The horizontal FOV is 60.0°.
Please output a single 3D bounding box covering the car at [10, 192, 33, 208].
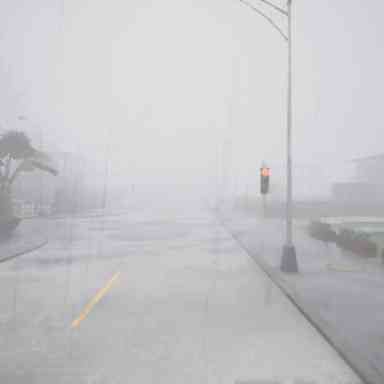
[{"bbox_3d":[-19.759,0.916,37.238,1.905,1.878,3.866,0,0,35],"label":"car"}]
